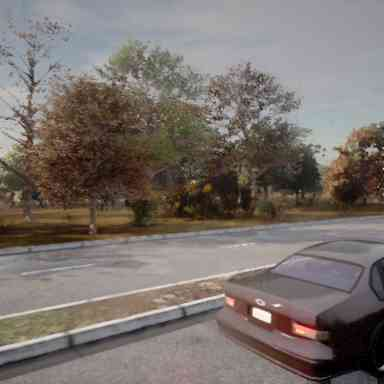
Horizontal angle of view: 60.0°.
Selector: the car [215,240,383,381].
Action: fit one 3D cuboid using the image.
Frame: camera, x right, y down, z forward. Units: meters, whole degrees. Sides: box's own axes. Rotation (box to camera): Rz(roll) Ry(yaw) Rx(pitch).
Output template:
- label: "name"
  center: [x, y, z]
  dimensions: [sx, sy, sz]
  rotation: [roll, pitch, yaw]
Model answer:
- label: "car"
  center: [2.889, 1.534, 5.500]
  dimensions: [5.357, 1.411, 2.033]
  rotation: [0, 0, -35]
